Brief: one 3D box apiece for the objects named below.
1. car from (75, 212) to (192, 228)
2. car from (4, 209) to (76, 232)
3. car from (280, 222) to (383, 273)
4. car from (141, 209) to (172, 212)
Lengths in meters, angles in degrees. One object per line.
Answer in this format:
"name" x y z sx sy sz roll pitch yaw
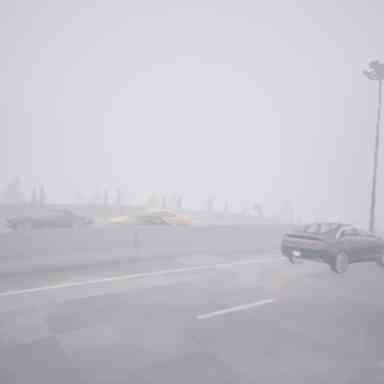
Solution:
"car" -2.509 1.747 15.100 4.718 1.301 1.895 3 -1 -35
"car" -8.317 1.679 19.555 4.718 1.301 1.895 2 -1 -35
"car" 5.243 1.844 11.785 4.902 1.511 2.128 4 -2 -35
"car" -2.328 1.740 19.526 5.008 1.535 1.882 3 -2 -35
